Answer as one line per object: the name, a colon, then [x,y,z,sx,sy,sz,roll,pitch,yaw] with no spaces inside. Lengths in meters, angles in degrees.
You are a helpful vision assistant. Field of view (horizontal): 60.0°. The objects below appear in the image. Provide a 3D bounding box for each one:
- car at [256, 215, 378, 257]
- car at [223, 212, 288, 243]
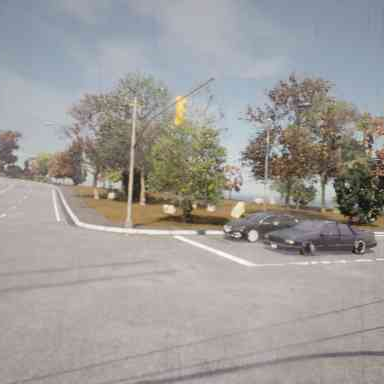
car: [5.790,1.961,14.764,5.357,1.411,2.033,3,0,-25]
car: [3.980,1.835,17.797,4.892,1.490,1.837,3,0,-25]
